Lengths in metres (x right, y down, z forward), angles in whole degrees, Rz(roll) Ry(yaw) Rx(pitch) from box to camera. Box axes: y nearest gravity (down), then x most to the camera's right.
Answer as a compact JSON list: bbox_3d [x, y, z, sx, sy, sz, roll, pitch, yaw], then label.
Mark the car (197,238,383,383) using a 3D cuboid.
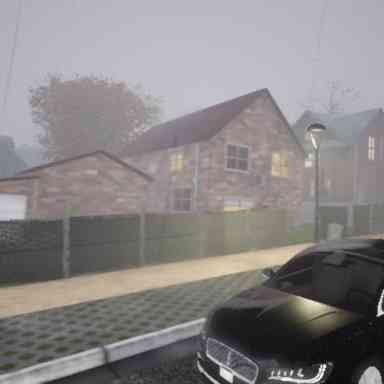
[{"bbox_3d":[2.312,1.503,4.670,4.892,1.490,1.837,-1,0,-35],"label":"car"}]
